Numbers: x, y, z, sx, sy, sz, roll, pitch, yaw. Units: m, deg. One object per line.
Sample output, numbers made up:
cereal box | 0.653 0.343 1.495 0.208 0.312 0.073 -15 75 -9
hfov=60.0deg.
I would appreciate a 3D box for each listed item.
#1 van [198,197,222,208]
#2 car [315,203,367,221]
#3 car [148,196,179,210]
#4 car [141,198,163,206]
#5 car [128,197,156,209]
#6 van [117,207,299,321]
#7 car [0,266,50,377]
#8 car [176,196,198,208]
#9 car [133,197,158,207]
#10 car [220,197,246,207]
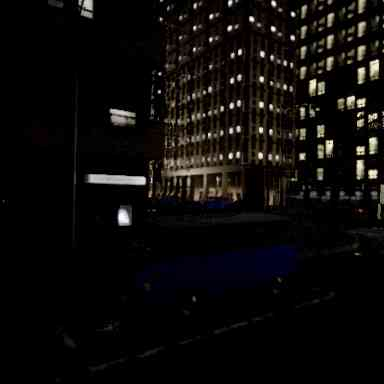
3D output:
van | 2.974 1.501 42.729 1.690 1.788 3.998 2 -1 -35
car | 12.767 1.623 28.900 1.967 1.590 4.097 2 -1 -35
car | -3.867 1.510 37.884 2.008 1.369 4.403 2 -1 -35
car | -6.826 1.706 56.555 1.947 1.339 4.313 2 -1 -35
car | -7.108 1.488 46.986 1.882 1.535 5.008 2 -1 -35
van | 0.512 1.362 7.066 3.998 1.788 1.690 0 1 -35
car | -3.908 1.561 3.718 4.313 1.339 1.947 0 1 -35
car | -0.295 1.703 47.336 2.008 1.369 4.403 2 -1 -35
car | -7.456 1.585 52.885 1.837 1.490 4.892 2 -1 -35
car | 5.052 1.515 29.774 1.882 1.535 5.008 2 -1 -35
